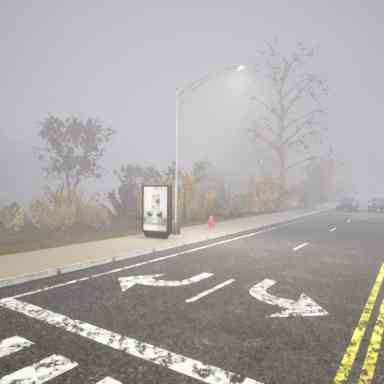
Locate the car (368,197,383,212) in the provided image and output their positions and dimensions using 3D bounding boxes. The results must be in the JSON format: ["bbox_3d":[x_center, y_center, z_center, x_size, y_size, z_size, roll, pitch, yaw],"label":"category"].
[{"bbox_3d":[21.463,1.393,38.137,2.097,1.767,4.553,0,0,30],"label":"car"}]

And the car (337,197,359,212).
[{"bbox_3d":[18.659,1.390,39.780,2.097,1.767,4.553,0,0,30],"label":"car"}]
